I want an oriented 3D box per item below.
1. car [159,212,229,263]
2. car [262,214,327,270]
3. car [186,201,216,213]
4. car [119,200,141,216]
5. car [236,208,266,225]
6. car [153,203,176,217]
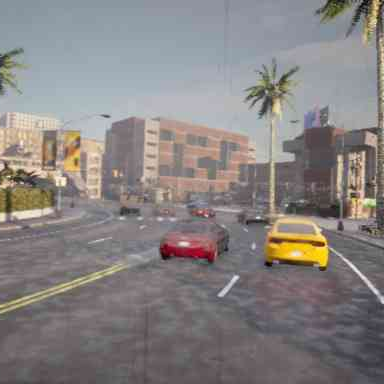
[{"bbox_3d":[0.246,1.699,12.778,1.994,1.385,4.181,2,-1,14],"label":"car"},{"bbox_3d":[3.709,1.727,12.225,1.882,1.535,5.008,2,0,14],"label":"car"},{"bbox_3d":[0.925,1.965,33.598,1.895,1.301,4.718,2,-1,-12],"label":"car"},{"bbox_3d":[-6.428,1.595,34.247,1.882,1.535,5.008,2,-1,-15],"label":"car"},{"bbox_3d":[5.101,2.019,28.291,1.994,1.385,4.181,2,-1,-4],"label":"car"},{"bbox_3d":[-2.932,1.805,34.531,1.994,1.385,4.181,2,-1,-13],"label":"car"}]
